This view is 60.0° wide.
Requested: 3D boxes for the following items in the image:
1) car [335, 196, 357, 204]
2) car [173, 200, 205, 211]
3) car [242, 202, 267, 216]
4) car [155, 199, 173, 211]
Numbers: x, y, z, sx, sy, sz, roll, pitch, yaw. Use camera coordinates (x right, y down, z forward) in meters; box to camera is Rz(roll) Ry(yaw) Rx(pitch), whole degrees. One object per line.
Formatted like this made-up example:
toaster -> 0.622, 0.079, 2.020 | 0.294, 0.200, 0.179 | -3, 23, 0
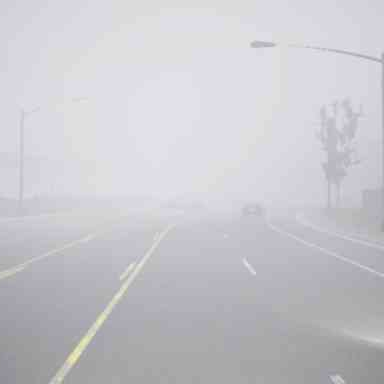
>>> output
car -> 31.357, 1.532, 67.654 | 5.008, 1.535, 1.882 | -1, -1, -28
car -> 0.028, 1.825, 46.237 | 2.033, 1.411, 5.357 | -1, -1, 28
car -> 6.405, 1.704, 34.051 | 1.994, 1.385, 4.181 | -1, 0, 20
car -> -3.322, 1.808, 47.126 | 2.128, 1.511, 4.902 | -1, -1, 28
